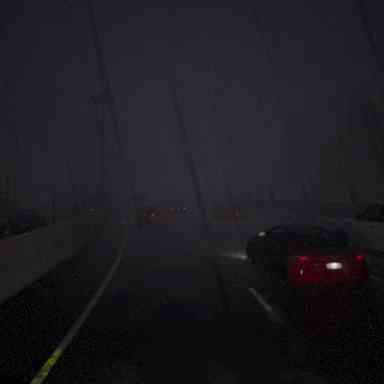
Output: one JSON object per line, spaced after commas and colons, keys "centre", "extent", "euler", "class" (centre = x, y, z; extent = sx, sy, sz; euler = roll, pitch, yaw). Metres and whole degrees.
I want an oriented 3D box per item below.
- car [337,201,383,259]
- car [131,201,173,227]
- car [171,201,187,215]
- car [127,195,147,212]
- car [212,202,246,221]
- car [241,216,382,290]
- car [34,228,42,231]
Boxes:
{"centre": [6.399, 1.247, 9.879], "extent": [2.150, 2.045, 5.566], "euler": [0, 0, -6], "class": "car"}
{"centre": [-2.964, 1.610, 23.663], "extent": [2.163, 1.488, 4.792], "euler": [0, 0, -12], "class": "car"}
{"centre": [-1.843, 1.698, 35.185], "extent": [2.033, 1.411, 5.357], "euler": [0, 0, -12], "class": "car"}
{"centre": [-6.781, 1.410, 41.299], "extent": [2.150, 2.045, 5.566], "euler": [0, 0, -12], "class": "car"}
{"centre": [3.099, 1.590, 28.886], "extent": [1.882, 1.535, 5.008], "euler": [0, 0, -12], "class": "car"}
{"centre": [2.924, 1.596, 9.281], "extent": [1.994, 1.385, 4.181], "euler": [0, 0, -5], "class": "car"}
{"centre": [-9.072, 1.622, 17.862], "extent": [1.812, 1.442, 4.674], "euler": [0, 0, -11], "class": "car"}
